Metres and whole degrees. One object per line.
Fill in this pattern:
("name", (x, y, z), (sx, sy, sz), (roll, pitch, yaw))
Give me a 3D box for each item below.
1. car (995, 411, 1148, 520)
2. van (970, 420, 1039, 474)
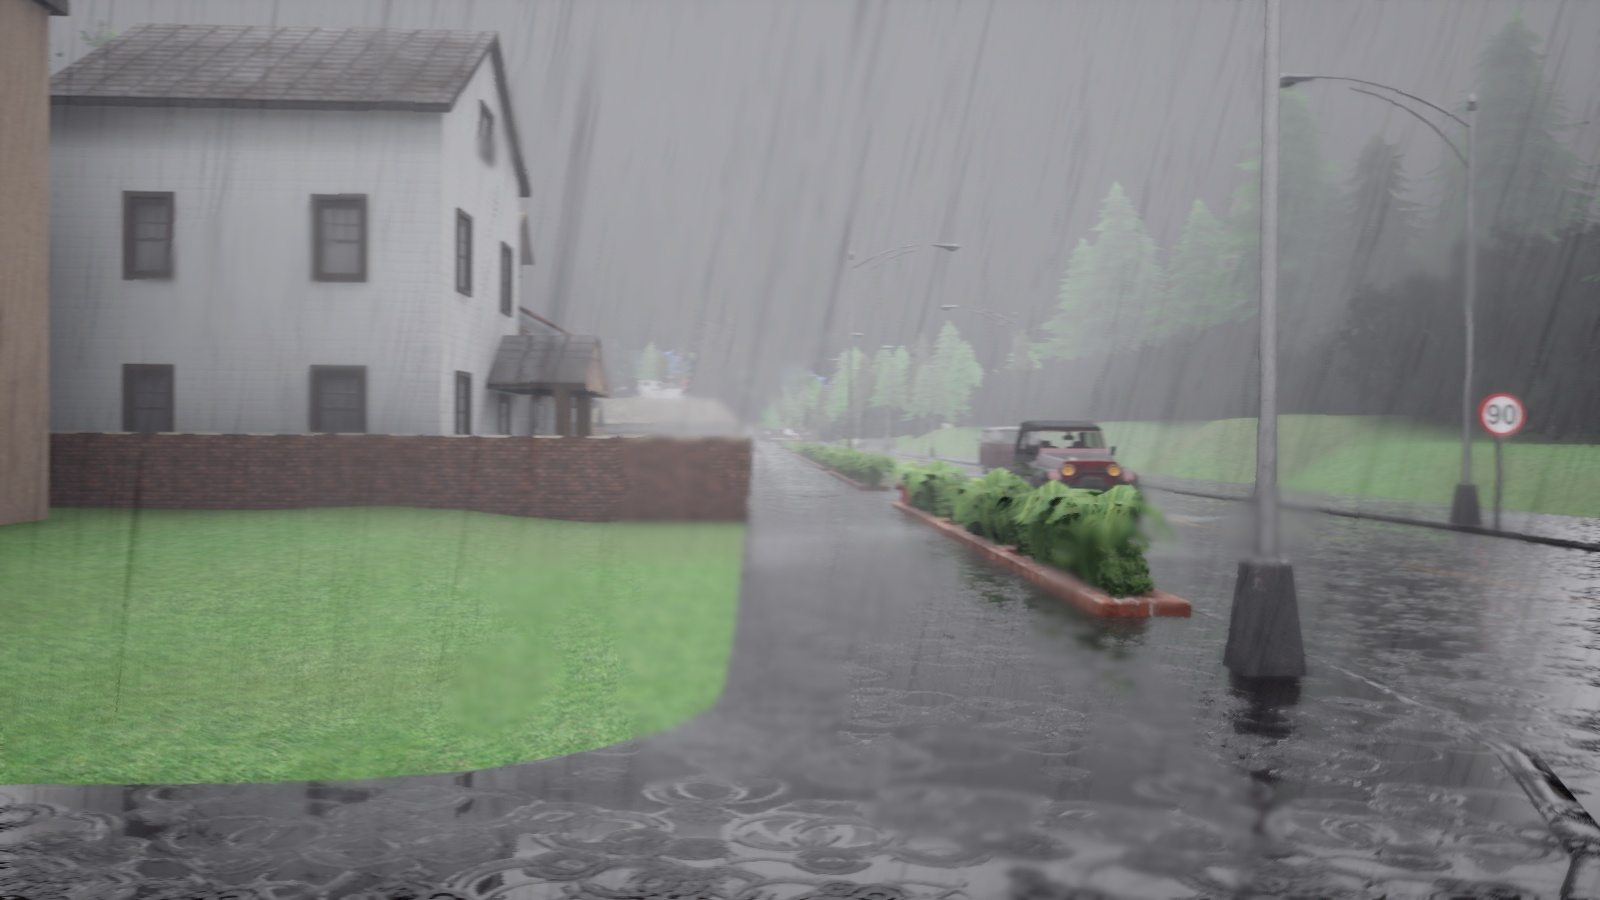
("car", (5.021, 0.251, 23.796), (1.905, 1.878, 3.866), (-1, 1, -2))
("van", (7.967, -0.131, 49.303), (1.775, 1.987, 4.442), (-1, 1, -2))
